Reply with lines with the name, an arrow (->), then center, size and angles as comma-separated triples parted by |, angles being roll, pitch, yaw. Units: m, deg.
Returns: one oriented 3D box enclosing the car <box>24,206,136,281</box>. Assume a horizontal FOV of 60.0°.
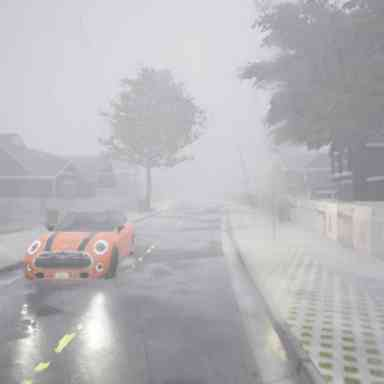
car -> -2.989, 1.292, 9.797 | 2.097, 1.767, 4.553 | 0, 0, -1
